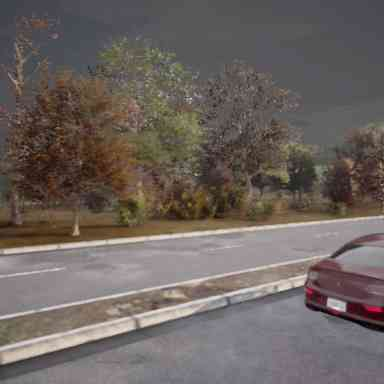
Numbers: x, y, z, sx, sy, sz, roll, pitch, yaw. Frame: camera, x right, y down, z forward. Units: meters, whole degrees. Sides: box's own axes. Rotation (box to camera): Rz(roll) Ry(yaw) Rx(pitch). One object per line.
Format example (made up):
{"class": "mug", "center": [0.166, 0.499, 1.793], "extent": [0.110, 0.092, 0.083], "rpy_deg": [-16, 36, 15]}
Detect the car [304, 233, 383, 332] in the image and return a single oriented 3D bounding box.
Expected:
{"class": "car", "center": [4.035, 1.518, 6.313], "extent": [4.674, 1.442, 1.812], "rpy_deg": [0, 0, -35]}
